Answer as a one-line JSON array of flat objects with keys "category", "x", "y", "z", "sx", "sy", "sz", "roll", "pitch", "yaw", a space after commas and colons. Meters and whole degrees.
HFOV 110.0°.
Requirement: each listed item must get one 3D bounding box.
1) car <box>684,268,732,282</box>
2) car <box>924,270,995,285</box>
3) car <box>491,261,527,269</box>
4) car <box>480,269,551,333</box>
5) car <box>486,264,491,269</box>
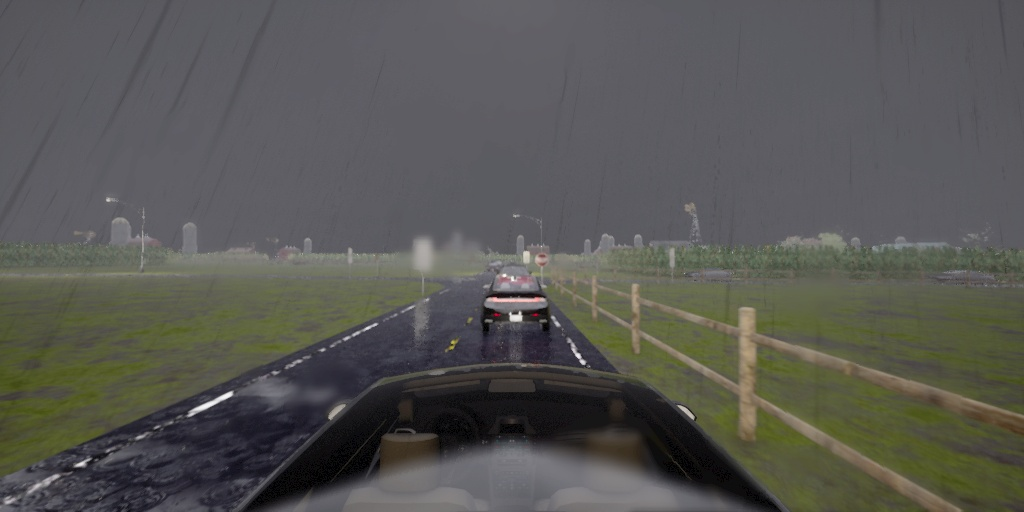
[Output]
[{"category": "car", "x": 19.527, "y": 1.847, "z": 35.846, "sx": 4.181, "sy": 1.385, "sz": 1.994, "roll": 1, "pitch": -1, "yaw": 0}, {"category": "car", "x": 44.449, "y": 2.134, "z": 35.692, "sx": 5.357, "sy": 1.411, "sz": 2.033, "roll": 1, "pitch": -1, "yaw": 1}, {"category": "car", "x": 0.104, "y": 1.252, "z": 20.306, "sx": 2.097, "sy": 1.767, "sz": 4.553, "roll": 0, "pitch": -1, "yaw": 0}, {"category": "car", "x": 0.101, "y": 1.317, "z": 11.063, "sx": 2.128, "sy": 1.511, "sz": 4.902, "roll": 0, "pitch": -1, "yaw": 0}, {"category": "car", "x": -2.819, "y": 1.698, "z": 54.407, "sx": 2.033, "sy": 1.411, "sz": 5.357, "roll": 0, "pitch": 0, "yaw": 0}]
